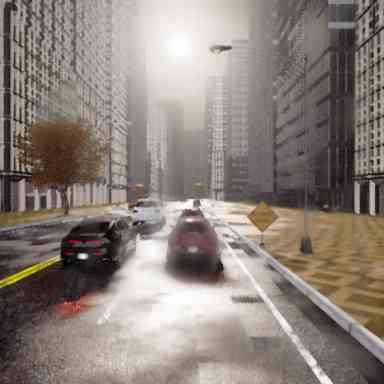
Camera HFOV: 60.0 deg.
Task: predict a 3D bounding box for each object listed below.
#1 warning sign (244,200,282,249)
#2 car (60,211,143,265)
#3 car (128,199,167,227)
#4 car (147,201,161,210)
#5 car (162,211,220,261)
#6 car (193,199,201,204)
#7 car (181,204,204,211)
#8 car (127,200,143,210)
[{"bbox_3d":[2.864,1.293,13.524,1.300,1.860,1.060,1,0,0],"label":"warning sign"},{"bbox_3d":[-3.205,1.667,12.269,1.837,1.490,4.892,0,0,0],"label":"car"},{"bbox_3d":[-3.215,1.564,26.069,2.150,2.045,5.566,0,0,1],"label":"car"},{"bbox_3d":[-6.557,2.253,57.384,1.837,1.490,4.892,0,-1,0],"label":"car"},{"bbox_3d":[0.050,1.695,12.954,1.812,1.442,4.674,0,-1,0],"label":"car"},{"bbox_3d":[1.132,2.515,79.539,1.882,1.535,5.008,0,-1,0],"label":"car"},{"bbox_3d":[0.047,1.923,27.472,1.994,1.385,4.181,0,-1,0],"label":"car"},{"bbox_3d":[-9.807,2.226,57.367,1.882,1.535,5.008,0,-1,0],"label":"car"}]
